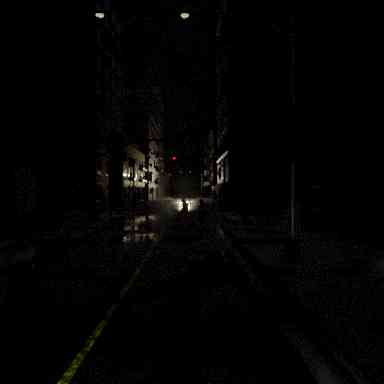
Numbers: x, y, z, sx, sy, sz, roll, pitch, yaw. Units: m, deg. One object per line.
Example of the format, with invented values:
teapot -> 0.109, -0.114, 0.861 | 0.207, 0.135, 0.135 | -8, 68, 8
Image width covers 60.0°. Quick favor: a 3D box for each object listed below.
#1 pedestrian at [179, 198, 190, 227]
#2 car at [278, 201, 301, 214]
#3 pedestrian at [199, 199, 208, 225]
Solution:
pedestrian -> -0.511, 1.281, 21.183 | 0.375, 1.860, 0.375 | 0, 0, 0
car -> 11.507, 1.665, 36.042 | 4.206, 1.307, 1.802 | 1, 0, 0
pedestrian -> 0.700, 1.280, 21.799 | 0.375, 1.860, 0.375 | 0, 0, 0
